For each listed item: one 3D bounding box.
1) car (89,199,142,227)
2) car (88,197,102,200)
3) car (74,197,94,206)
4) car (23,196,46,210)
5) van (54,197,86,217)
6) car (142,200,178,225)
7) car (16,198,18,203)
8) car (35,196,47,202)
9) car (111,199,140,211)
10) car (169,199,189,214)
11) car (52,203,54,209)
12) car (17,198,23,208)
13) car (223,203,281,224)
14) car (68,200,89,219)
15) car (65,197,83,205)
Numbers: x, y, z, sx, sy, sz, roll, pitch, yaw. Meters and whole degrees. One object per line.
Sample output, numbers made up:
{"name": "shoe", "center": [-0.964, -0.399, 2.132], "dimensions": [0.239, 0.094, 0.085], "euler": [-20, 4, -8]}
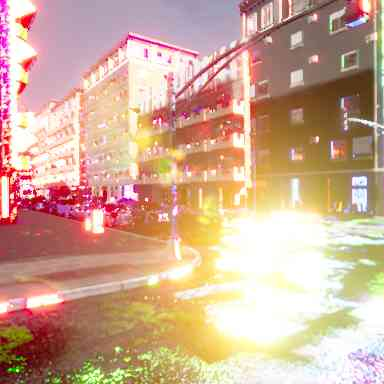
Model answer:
{"name": "car", "center": [-5.642, 1.552, 24.112], "dimensions": [1.967, 1.590, 4.097], "euler": [-1, 1, -36]}
{"name": "car", "center": [-14.996, 1.500, 51.468], "dimensions": [1.967, 1.590, 4.097], "euler": [-1, 1, -36]}
{"name": "car", "center": [-18.225, 1.642, 55.962], "dimensions": [1.947, 1.339, 4.313], "euler": [-1, 1, -36]}
{"name": "car", "center": [-21.799, 1.627, 46.576], "dimensions": [1.967, 1.590, 4.097], "euler": [-1, 1, -36]}
{"name": "van", "center": [-12.106, 1.482, 33.096], "dimensions": [1.690, 1.788, 3.998], "euler": [-1, 1, -36]}
{"name": "car", "center": [-3.409, 1.576, 25.445], "dimensions": [1.837, 1.490, 4.892], "euler": [-1, 1, -36]}
{"name": "car", "center": [-31.491, 1.782, 60.056], "dimensions": [1.887, 1.381, 4.507], "euler": [-1, 1, -36]}
{"name": "car", "center": [-37.614, 1.727, 82.920], "dimensions": [1.887, 1.381, 4.507], "euler": [-1, 1, -36]}
{"name": "car", "center": [-8.531, 1.580, 42.483], "dimensions": [2.008, 1.369, 4.403], "euler": [-1, 1, -36]}
{"name": "car", "center": [-2.070, 1.440, 33.496], "dimensions": [1.967, 1.590, 4.097], "euler": [-1, 1, -36]}
{"name": "car", "center": [-17.630, 1.738, 45.316], "dimensions": [1.895, 1.301, 4.718], "euler": [-1, 0, -35]}
{"name": "car", "center": [-25.028, 1.769, 51.070], "dimensions": [1.947, 1.339, 4.313], "euler": [-1, 1, -36]}
{"name": "car", "center": [4.295, 1.497, 24.650], "dimensions": [1.752, 1.417, 4.829], "euler": [-1, 1, -36]}
{"name": "car", "center": [-8.772, 1.651, 28.467], "dimensions": [1.752, 1.417, 4.829], "euler": [-1, 1, -36]}
{"name": "car", "center": [-21.457, 1.644, 60.455], "dimensions": [2.008, 1.369, 4.403], "euler": [-1, 1, -36]}
